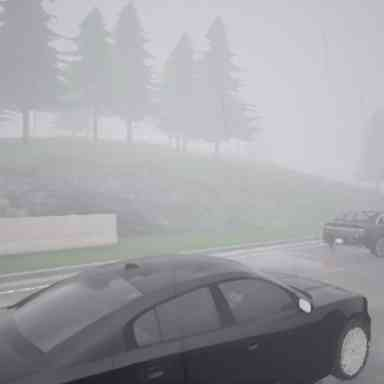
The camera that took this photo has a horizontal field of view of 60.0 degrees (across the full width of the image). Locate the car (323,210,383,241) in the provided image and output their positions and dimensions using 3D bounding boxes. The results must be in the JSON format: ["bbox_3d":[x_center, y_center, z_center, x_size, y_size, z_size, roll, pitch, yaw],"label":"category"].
[{"bbox_3d":[7.074,1.464,12.804,4.902,1.511,2.128,0,0,-34],"label":"car"}]

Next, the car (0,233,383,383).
[{"bbox_3d":[0.075,1.469,3.758,5.008,1.535,1.882,0,0,-35],"label":"car"}]
